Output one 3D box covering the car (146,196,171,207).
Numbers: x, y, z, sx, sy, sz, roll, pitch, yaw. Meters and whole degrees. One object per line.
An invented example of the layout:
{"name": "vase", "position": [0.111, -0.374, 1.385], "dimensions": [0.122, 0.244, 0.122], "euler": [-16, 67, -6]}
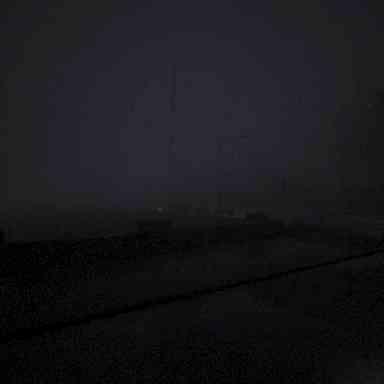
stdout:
{"name": "car", "position": [-4.792, 1.320, 46.950], "dimensions": [1.812, 1.442, 4.674], "euler": [-1, 0, -36]}
